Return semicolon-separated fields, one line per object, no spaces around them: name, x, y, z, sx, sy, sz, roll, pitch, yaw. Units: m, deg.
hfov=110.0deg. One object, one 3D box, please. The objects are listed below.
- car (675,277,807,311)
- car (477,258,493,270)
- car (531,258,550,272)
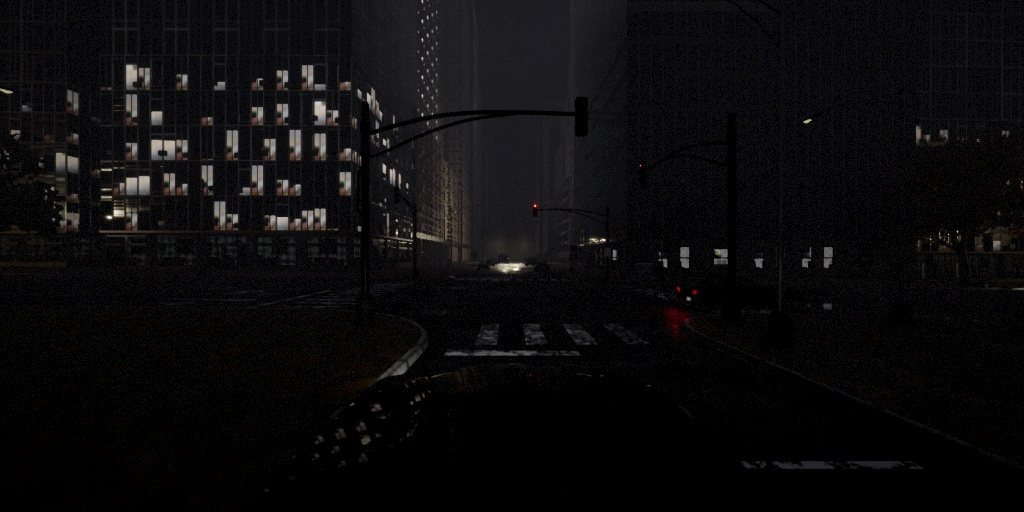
car;9.665;1.553;15.262;4.718;1.301;1.895;1;0;-3
car;-4.081;1.342;52.040;1.802;1.307;4.207;0;0;0
car;3.878;1.329;46.557;1.948;1.339;4.313;0;0;0
